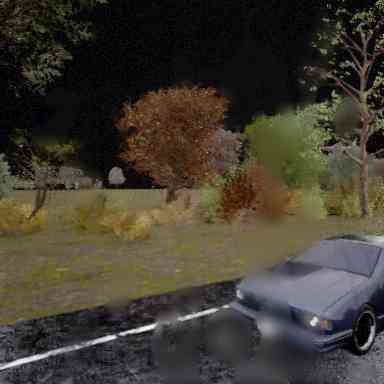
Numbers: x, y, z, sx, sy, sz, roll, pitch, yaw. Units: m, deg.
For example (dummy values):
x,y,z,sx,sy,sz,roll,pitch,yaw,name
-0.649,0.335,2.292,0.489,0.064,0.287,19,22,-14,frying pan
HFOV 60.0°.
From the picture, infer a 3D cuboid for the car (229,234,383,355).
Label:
x,y,z,sx,sy,sz,roll,pitch,yaw,name
3.232,1.545,6.248,5.357,1.411,2.033,0,0,-35,car
